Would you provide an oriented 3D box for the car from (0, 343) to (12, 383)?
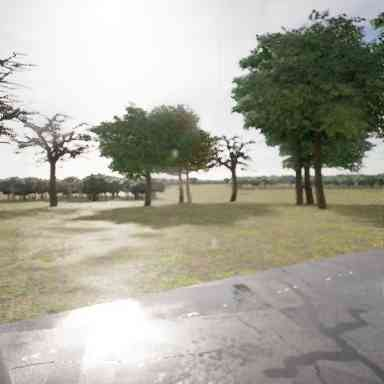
[{"bbox_3d":[-3.457,1.623,1.484,4.718,1.301,1.895,-1,1,-35],"label":"car"}]
